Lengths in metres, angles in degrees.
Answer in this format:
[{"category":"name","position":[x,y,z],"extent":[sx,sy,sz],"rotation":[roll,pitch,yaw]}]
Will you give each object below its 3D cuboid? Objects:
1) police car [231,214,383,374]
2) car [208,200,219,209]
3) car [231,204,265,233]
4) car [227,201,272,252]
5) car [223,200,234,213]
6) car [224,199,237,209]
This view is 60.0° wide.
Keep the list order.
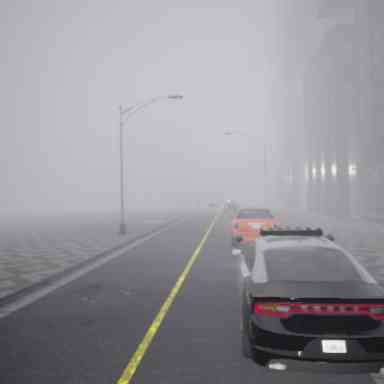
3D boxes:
[{"category":"police car","position":[1.789,1.456,6.102],"extent":[1.930,1.638,5.238],"rotation":[-1,-1,6]},{"category":"car","position":[3.946,2.244,60.790],"extent":[2.033,1.411,5.357],"rotation":[-1,-1,6]},{"category":"car","position":[3.544,1.659,21.894],"extent":[1.882,1.535,5.008],"rotation":[-1,-1,6]},{"category":"car","position":[2.875,1.473,15.903],"extent":[2.097,1.767,4.553],"rotation":[-1,-1,6]},{"category":"car","position":[5.083,2.035,43.724],"extent":[1.895,1.301,4.718],"rotation":[-1,-1,7]},{"category":"car","position":[6.566,2.083,57.234],"extent":[2.128,1.511,4.902],"rotation":[-1,-1,6]}]
